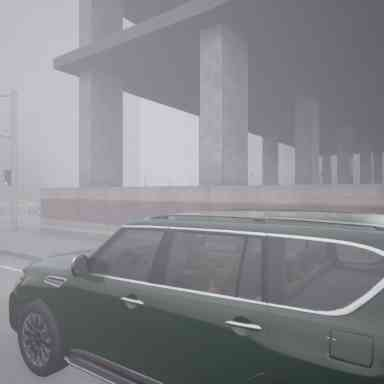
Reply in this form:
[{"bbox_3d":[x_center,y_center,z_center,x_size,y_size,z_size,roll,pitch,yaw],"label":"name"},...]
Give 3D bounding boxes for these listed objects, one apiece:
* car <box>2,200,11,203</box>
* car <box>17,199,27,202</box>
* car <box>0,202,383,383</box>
[{"bbox_3d":[-18.332,1.533,33.759,1.882,1.535,5.008,0,0,36],"label":"car"},{"bbox_3d":[-14.282,1.547,33.407,2.128,1.511,4.902,0,0,36],"label":"car"},{"bbox_3d":[0.130,1.221,3.890,5.566,2.045,2.150,0,0,35],"label":"car"}]
